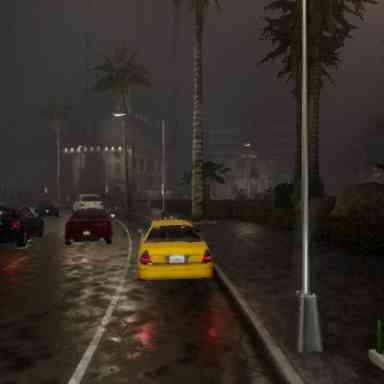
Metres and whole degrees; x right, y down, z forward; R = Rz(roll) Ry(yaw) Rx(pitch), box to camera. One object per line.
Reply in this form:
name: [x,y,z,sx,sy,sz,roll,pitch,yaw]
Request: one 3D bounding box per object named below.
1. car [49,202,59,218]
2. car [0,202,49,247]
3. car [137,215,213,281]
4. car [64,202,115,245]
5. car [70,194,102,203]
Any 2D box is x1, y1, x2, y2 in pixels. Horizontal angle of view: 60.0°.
car: [-12.900,1.562,29.522,1.994,1.385,4.181,0,0,-25]
car: [-8.118,1.360,14.883,2.097,1.767,4.553,0,0,-12]
car: [-0.649,1.456,9.853,1.801,1.575,5.366,0,0,-7]
car: [-4.701,1.482,15.641,1.882,1.535,5.008,0,0,-12]
car: [-9.744,1.250,31.036,2.150,2.045,5.566,0,0,-25]
